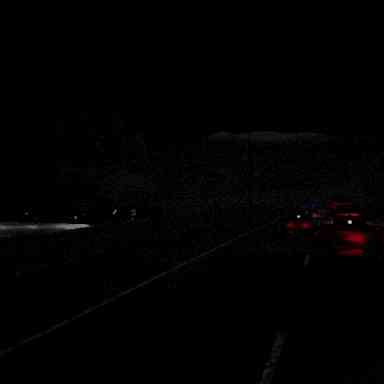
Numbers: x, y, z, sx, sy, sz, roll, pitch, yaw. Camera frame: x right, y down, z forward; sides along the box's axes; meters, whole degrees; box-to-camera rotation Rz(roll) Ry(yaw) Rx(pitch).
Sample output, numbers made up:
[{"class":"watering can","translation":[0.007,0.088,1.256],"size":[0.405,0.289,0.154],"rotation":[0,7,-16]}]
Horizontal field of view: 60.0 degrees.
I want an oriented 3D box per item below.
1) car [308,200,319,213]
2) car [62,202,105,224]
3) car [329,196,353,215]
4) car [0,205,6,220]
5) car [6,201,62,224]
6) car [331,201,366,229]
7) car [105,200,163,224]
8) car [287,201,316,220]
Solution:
[{"class":"car","translation":[14.848,1.797,42.008],"size":[1.812,1.442,4.674],"rotation":[0,-1,22]},{"class":"car","translation":[-7.285,1.547,25.662],"size":[1.837,1.490,4.892],"rotation":[0,0,23]},{"class":"car","translation":[16.238,1.450,36.213],"size":[2.150,2.045,5.566],"rotation":[0,-1,22]},{"class":"car","translation":[-14.213,1.532,27.229],"size":[1.837,1.490,4.892],"rotation":[0,0,23]},{"class":"car","translation":[-11.158,1.505,25.458],"size":[1.882,1.535,5.008],"rotation":[0,0,22]},{"class":"car","translation":[10.492,1.591,22.334],"size":[1.837,1.490,4.892],"rotation":[0,-1,22]},{"class":"car","translation":[-3.948,1.400,24.573],"size":[2.097,1.767,4.553],"rotation":[0,0,23]},{"class":"car","translation":[9.629,1.743,29.401],"size":[1.895,1.301,4.718],"rotation":[0,-1,22]}]
